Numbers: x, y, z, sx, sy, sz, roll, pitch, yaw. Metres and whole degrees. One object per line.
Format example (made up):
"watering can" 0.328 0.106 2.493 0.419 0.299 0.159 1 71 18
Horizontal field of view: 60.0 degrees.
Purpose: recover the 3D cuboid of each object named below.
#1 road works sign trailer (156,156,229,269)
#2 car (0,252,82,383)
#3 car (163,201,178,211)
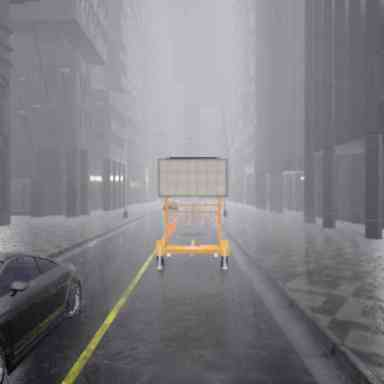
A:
"road works sign trailer" 0.033 0.573 11.561 2.380 3.560 2.880 0 -1 1
"car" -3.093 1.609 4.688 1.994 1.385 4.181 0 -1 0
"car" -2.985 1.967 46.710 1.994 1.385 4.181 0 0 0
